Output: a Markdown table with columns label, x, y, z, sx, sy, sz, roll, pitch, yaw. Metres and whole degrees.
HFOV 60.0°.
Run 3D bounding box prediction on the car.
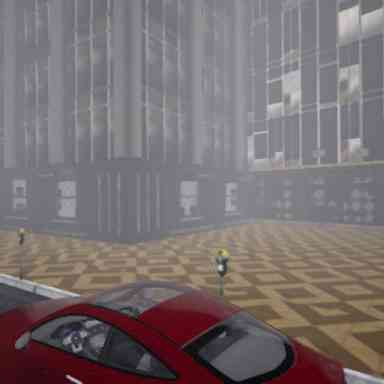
| label | x | y | z | sx | sy | sz | roll | pitch | yaw |
| --- | --- | --- | --- | --- | --- | --- | --- | --- | --- |
| car | -0.651 | 1.604 | 3.340 | 4.206 | 1.307 | 1.802 | -1 | 0 | 36 |
